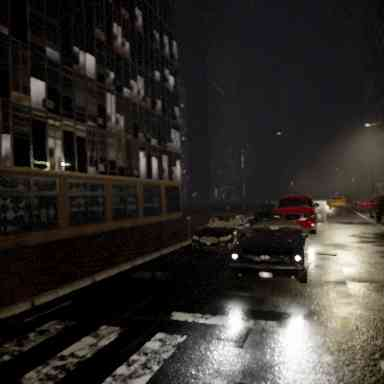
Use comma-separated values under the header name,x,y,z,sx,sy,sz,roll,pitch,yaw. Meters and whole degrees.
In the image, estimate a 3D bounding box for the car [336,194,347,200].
name,x,y,z,sx,sy,sz,roll,pitch,yaw
car,34.312,1.180,76.300,2.008,1.369,4.403,-2,0,21

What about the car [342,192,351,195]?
name,x,y,z,sx,sy,sz,roll,pitch,yaw
car,26.191,1.227,55.247,1.887,1.381,4.507,-2,0,21

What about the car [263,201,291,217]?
name,x,y,z,sx,sy,sz,roll,pitch,yaw
car,8.211,1.596,31.905,2.008,1.369,4.403,-2,0,21

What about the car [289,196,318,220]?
name,x,y,z,sx,sy,sz,roll,pitch,yaw
car,9.513,1.311,28.104,2.097,1.767,4.553,-2,-1,21

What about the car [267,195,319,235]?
name,x,y,z,sx,sy,sz,roll,pitch,yaw
car,5.951,1.200,18.903,2.150,2.045,5.566,-2,-1,21

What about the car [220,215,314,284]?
name,x,y,z,sx,sy,sz,roll,pitch,yaw
car,2.449,1.596,9.749,1.895,1.301,4.718,-2,-1,20

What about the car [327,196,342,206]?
name,x,y,z,sx,sy,sz,roll,pitch,yaw
car,21.667,1.353,50.741,1.994,1.385,4.181,-2,-1,21

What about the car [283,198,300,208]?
name,x,y,z,sx,sy,sz,roll,pitch,yaw
car,14.304,1.554,47.699,1.887,1.381,4.507,-2,0,21

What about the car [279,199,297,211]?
name,x,y,z,sx,sy,sz,roll,pitch,yaw
car,12.274,1.604,42.434,1.802,1.307,4.206,-2,0,21

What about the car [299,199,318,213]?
name,x,y,z,sx,sy,sz,roll,pitch,yaw
car,13.216,1.537,37.573,1.895,1.301,4.718,-2,-1,22

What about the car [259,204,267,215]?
name,x,y,z,sx,sy,sz,roll,pitch,yaw
car,6.182,1.622,26.641,1.947,1.339,4.313,-2,0,21

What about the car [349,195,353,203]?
name,x,y,z,sx,sy,sz,roll,pitch,yaw
car,20.101,1.302,39.456,1.802,1.307,4.206,-2,0,21

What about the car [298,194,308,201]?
name,x,y,z,sx,sy,sz,roll,pitch,yaw
car,26.486,1.371,79.289,1.967,1.590,4.097,-2,0,21

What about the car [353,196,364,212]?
name,x,y,z,sx,sy,sz,roll,pitch,yaw
car,18.071,1.277,34.192,1.887,1.381,4.507,-2,0,21

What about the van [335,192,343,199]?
name,x,y,z,sx,sy,sz,roll,pitch,yaw
van,38.368,0.942,86.829,1.690,1.788,3.998,-2,0,21

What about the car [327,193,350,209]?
name,x,y,z,sx,sy,sz,roll,pitch,yaw
car,18.081,1.289,41.440,1.882,1.535,5.008,-2,-1,21

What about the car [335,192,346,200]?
name,x,y,z,sx,sy,sz,roll,pitch,yaw
car,36.336,0.930,81.565,2.192,1.841,5.009,-2,0,21

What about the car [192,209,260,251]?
name,x,y,z,sx,sy,sz,roll,pitch,yaw
car,1.383,1.632,14.124,2.008,1.369,4.403,-2,-1,21

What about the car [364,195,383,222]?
name,x,y,z,sx,sy,sz,roll,pitch,yaw
car,14.003,1.071,23.668,2.192,1.841,5.009,-2,0,21
